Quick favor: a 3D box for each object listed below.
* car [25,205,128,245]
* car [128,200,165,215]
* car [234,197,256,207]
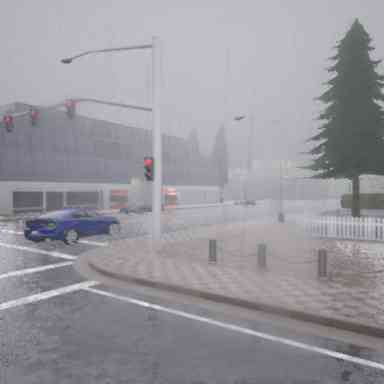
[{"bbox_3d":[-5.423,1.497,15.805,1.882,1.535,5.008,-2,-1,23],"label":"car"},{"bbox_3d":[-5.042,1.581,34.497,2.033,1.411,5.357,0,0,36],"label":"car"},{"bbox_3d":[8.516,1.528,53.292,2.128,1.511,4.902,0,0,36],"label":"car"}]
